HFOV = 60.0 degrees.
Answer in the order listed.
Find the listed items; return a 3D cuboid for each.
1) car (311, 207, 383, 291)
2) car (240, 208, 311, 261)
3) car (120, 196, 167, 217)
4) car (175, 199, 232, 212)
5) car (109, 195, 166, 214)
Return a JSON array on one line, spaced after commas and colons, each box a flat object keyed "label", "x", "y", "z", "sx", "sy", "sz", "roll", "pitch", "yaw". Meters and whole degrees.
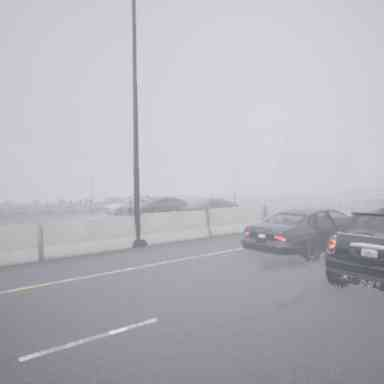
[{"label": "car", "x": 4.996, "y": 1.081, "z": 7.384, "sx": 4.553, "sy": 1.767, "sz": 2.097, "roll": -2, "pitch": 1, "yaw": -36}, {"label": "car", "x": 4.029, "y": 1.234, "z": 11.003, "sx": 5.357, "sy": 1.411, "sz": 2.033, "roll": -2, "pitch": 1, "yaw": -36}, {"label": "car", "x": -2.333, "y": 1.114, "z": 23.925, "sx": 4.892, "sy": 1.490, "sz": 1.837, "roll": -2, "pitch": 1, "yaw": -36}, {"label": "car", "x": 1.179, "y": 1.123, "z": 22.144, "sx": 4.181, "sy": 1.385, "sz": 1.994, "roll": -2, "pitch": 1, "yaw": -36}, {"label": "car", "x": -4.965, "y": 1.060, "z": 30.658, "sx": 4.892, "sy": 1.490, "sz": 1.837, "roll": -2, "pitch": 1, "yaw": -36}]
